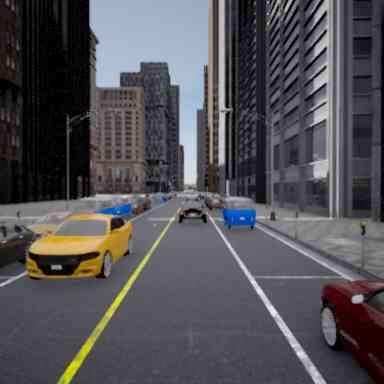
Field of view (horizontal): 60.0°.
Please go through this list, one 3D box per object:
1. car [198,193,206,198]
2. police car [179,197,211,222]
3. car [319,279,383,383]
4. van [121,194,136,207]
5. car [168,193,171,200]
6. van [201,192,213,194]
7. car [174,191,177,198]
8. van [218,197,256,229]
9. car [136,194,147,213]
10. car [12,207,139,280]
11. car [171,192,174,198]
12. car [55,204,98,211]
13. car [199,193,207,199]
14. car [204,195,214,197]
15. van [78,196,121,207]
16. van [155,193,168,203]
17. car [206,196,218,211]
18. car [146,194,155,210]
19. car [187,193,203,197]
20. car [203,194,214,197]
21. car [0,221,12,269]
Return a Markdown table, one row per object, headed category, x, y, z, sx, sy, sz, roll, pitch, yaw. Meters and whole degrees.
| category | x | y | z | sx | sy | sz | roll | pitch | yaw |
| --- | --- | --- | --- | --- | --- | --- | --- | --- | --- |
| car | 2.768 | 1.046 | 93.508 | 1.947 | 1.339 | 4.313 | 0 | 0 | 0 |
| police car | 0.073 | 1.368 | 24.725 | 2.038 | 1.542 | 4.974 | 0 | 0 | 0 |
| car | 2.759 | 1.526 | 3.259 | 1.887 | 1.381 | 4.507 | 0 | 0 | 0 |
| van | -5.765 | 1.200 | 25.816 | 1.690 | 1.788 | 3.998 | 0 | 0 | 0 |
| car | -5.761 | 1.187 | 65.304 | 1.887 | 1.381 | 4.507 | 0 | 0 | 0 |
| van | 2.763 | 1.046 | 54.023 | 1.690 | 1.788 | 3.998 | 0 | 0 | 0 |
| car | -5.759 | 0.954 | 87.866 | 1.967 | 1.590 | 4.097 | 0 | 0 | 0 |
| van | 2.760 | 1.231 | 20.180 | 1.690 | 1.788 | 3.998 | 0 | 0 | 0 |
| car | -5.764 | 1.269 | 31.458 | 1.967 | 1.590 | 4.097 | 0 | 0 | 0 |
| car | -3.039 | 1.422 | 10.010 | 1.882 | 1.535 | 5.008 | 0 | 0 | 1 |
| car | -5.760 | 1.145 | 76.585 | 1.947 | 1.339 | 4.313 | 0 | 0 | 0 |
| car | -5.765 | 1.447 | 14.366 | 1.752 | 1.417 | 4.829 | 0 | 0 | 0 |
| car | 2.767 | 1.065 | 87.868 | 2.008 | 1.369 | 4.403 | 0 | 0 | 0 |
| car | 2.763 | 1.349 | 42.744 | 1.802 | 1.307 | 4.206 | 0 | 0 | 0 |
| van | -5.765 | 1.231 | 20.176 | 1.690 | 1.788 | 3.998 | 0 | 0 | 0 |
| van | -5.762 | 1.014 | 59.662 | 1.690 | 1.788 | 3.998 | 0 | 0 | 0 |
| car | 2.762 | 1.379 | 37.103 | 1.802 | 1.307 | 4.206 | 0 | 0 | 0 |
| car | -5.764 | 1.113 | 37.099 | 2.192 | 1.841 | 5.009 | 0 | 0 | 0 |
| car | 0.036 | 1.252 | 46.047 | 2.163 | 1.488 | 4.792 | 0 | 0 | 1 |
| car | 2.763 | 1.301 | 48.384 | 1.947 | 1.339 | 4.313 | 0 | 0 | 0 |
| car | -5.765 | 1.502 | 8.896 | 2.008 | 1.369 | 4.403 | 0 | 0 | 0 |
